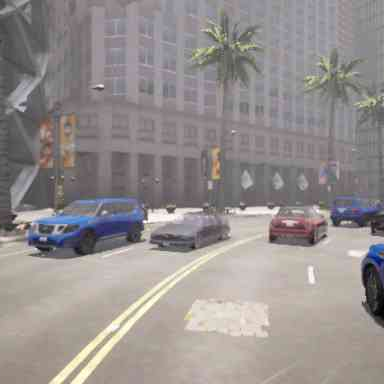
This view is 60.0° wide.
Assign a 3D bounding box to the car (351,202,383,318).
[{"bbox_3d":[4.109,1.271,4.280,2.150,2.045,5.566,0,0,9],"label":"car"}]

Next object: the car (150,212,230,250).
[{"bbox_3d":[0.147,1.656,15.263,2.033,1.411,5.357,0,0,26],"label":"car"}]

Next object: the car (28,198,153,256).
[{"bbox_3d":[-4.095,1.303,14.054,2.150,2.045,5.566,0,-1,22],"label":"car"}]

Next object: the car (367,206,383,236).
[{"bbox_3d":[12.344,1.674,20.019,1.882,1.535,5.008,-1,-1,44],"label":"car"}]

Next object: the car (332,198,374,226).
[{"bbox_3d":[12.294,1.449,24.595,5.566,2.045,2.150,1,-1,-41],"label":"car"}]

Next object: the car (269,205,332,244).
[{"bbox_3d":[5.519,1.499,16.938,2.097,1.767,4.553,0,0,31],"label":"car"}]
